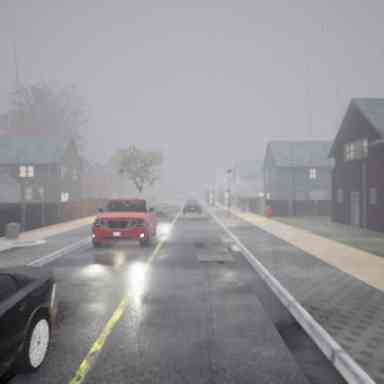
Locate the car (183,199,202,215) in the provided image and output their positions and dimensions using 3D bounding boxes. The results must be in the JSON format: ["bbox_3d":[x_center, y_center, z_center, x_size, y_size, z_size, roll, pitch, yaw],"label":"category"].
[{"bbox_3d":[0.068,1.598,34.929,1.994,1.385,4.181,0,0,0],"label":"car"}]

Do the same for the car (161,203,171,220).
[{"bbox_3d":[-2.823,1.615,28.076,1.895,1.301,4.718,0,0,0],"label":"car"}]

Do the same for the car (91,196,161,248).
[{"bbox_3d":[-2.835,1.220,15.082,2.150,2.045,5.566,0,0,-1],"label":"car"}]

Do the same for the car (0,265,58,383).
[{"bbox_3d":[-2.826,1.476,2.742,1.882,1.535,5.008,0,0,-1],"label":"car"}]

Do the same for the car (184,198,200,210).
[{"bbox_3d":[0.025,1.622,45.953,2.033,1.411,5.357,0,0,0],"label":"car"}]
